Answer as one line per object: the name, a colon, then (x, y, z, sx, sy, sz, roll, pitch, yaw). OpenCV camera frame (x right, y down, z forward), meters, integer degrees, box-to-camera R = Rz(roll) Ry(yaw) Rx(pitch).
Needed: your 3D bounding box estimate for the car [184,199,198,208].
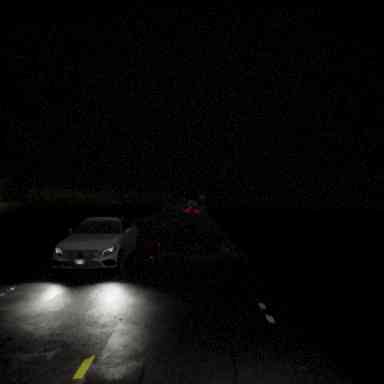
car: (-0.134, 2.068, 59.574, 1.837, 1.490, 4.892, 0, -1, 9)

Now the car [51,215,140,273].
car: (-2.840, 1.503, 10.754, 1.812, 1.442, 4.674, 0, 0, 0)

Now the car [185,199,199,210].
car: (-0.010, 1.872, 49.436, 1.812, 1.442, 4.674, 0, -1, 0)
